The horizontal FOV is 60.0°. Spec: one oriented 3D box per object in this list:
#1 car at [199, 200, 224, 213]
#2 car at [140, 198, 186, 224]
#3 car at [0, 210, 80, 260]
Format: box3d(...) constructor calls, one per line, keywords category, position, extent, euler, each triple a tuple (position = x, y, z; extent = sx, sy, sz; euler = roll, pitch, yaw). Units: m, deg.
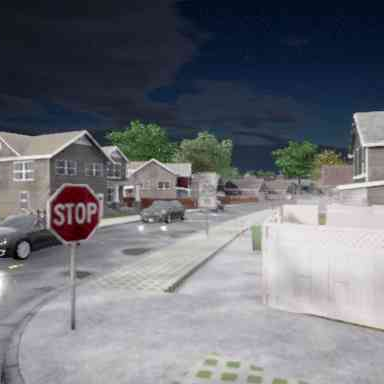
box3d(category="car", position=(2.283, 1.569, 37.193), extent=(1.812, 1.442, 4.674), euler=(0, 0, 22))
box3d(category="car", position=(-2.091, 1.374, 25.033), extent=(2.097, 1.767, 4.553), euler=(0, 0, 19))
box3d(category="car", position=(-6.008, 1.502, 12.621), extent=(1.837, 1.490, 4.892), euler=(0, 1, 16))
